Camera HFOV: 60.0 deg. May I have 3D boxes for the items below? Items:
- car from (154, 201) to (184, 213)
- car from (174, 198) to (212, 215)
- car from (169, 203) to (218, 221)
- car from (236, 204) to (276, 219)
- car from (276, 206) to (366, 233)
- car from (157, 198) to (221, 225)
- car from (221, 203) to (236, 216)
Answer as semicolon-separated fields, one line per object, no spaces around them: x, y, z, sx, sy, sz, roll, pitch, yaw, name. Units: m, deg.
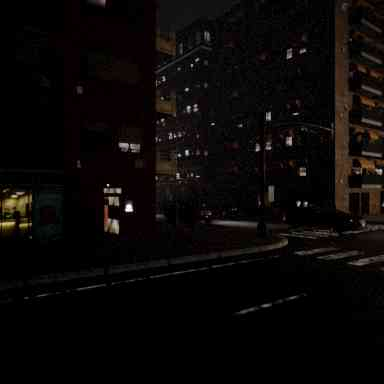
-3.257;2.025;45.632;2.008;1.369;4.403;-1;0;-36;car
0.034;1.719;41.145;2.192;1.841;5.009;-1;0;-36;car
0.022;1.800;31.180;2.128;1.511;4.902;0;-1;-36;car
6.629;1.844;32.168;1.802;1.307;4.206;-1;0;-36;car
8.086;1.632;20.664;2.128;1.511;4.902;0;-1;-41;car
-0.367;1.586;27.078;2.192;1.841;5.009;-1;0;-36;car
3.334;1.899;36.656;1.947;1.339;4.313;-1;0;-36;car
